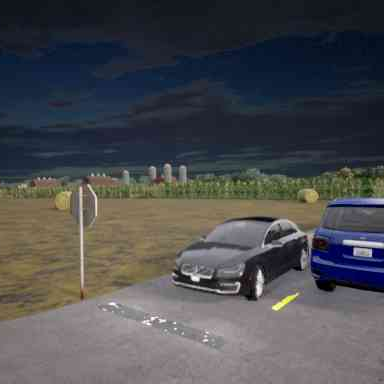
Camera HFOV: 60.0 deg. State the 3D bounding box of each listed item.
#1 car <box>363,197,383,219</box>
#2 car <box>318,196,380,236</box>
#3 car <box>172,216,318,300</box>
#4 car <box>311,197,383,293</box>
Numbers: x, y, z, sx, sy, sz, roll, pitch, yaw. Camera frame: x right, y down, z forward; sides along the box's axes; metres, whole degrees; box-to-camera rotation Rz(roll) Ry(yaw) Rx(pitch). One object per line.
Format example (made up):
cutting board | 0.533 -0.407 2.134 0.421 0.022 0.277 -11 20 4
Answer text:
car | 14.923 1.193 26.189 1.812 1.442 4.674 0 1 37
car | 8.520 1.138 17.803 2.097 1.767 4.553 0 1 37
car | 1.480 1.423 8.420 1.837 1.490 4.892 0 0 36
car | 4.636 1.130 8.000 2.150 2.045 5.566 0 1 37
